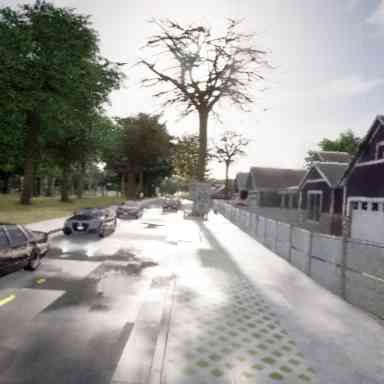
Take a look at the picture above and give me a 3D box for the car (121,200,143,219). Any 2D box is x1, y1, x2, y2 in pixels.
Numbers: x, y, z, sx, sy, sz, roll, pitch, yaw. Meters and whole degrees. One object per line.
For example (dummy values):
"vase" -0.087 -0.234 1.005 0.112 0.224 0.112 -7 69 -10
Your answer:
"car" -5.492 1.495 29.747 1.812 1.442 4.674 4 0 0

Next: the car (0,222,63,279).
"car" -5.237 1.435 7.981 2.033 1.411 5.357 4 -1 -1

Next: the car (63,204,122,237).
"car" -5.364 1.539 17.912 1.994 1.385 4.181 4 0 -1

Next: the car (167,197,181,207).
"car" -2.856 1.612 53.751 1.994 1.385 4.181 4 0 -1

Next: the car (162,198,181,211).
"car" -2.715 1.700 42.290 1.895 1.301 4.718 4 0 -1
